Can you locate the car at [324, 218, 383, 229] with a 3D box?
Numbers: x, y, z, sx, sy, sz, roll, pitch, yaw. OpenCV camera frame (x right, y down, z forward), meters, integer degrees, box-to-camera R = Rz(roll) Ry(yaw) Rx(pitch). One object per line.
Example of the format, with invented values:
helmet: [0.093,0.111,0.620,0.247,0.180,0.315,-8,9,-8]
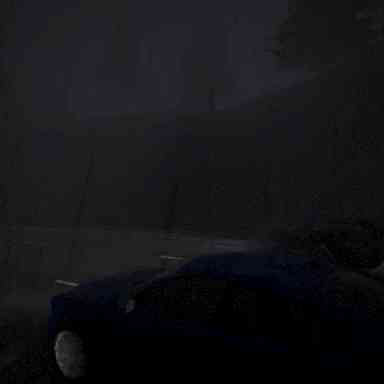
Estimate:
car: [4.179,1.408,9.654,4.718,1.301,1.895,0,1,34]

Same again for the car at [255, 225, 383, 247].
car: [2.120,1.470,6.825,4.718,1.301,1.895,0,1,34]

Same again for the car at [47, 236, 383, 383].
car: [0.464,1.411,3.619,5.008,1.535,1.882,0,1,34]
